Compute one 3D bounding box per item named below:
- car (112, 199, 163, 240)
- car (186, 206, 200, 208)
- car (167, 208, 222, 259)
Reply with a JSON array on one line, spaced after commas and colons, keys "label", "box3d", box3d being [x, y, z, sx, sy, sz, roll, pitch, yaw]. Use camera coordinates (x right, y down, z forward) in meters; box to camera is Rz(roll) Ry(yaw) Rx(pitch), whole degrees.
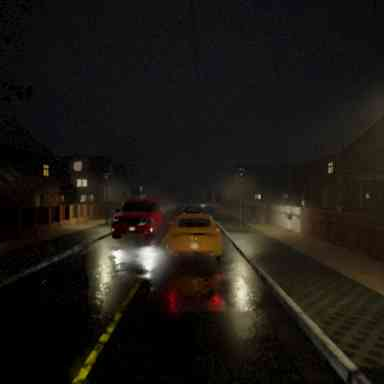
[{"label": "car", "box3d": [-2.843, 1.413, 18.527, 2.150, 2.045, 5.566, 0, -1, 0]}, {"label": "car", "box3d": [0.092, 1.866, 27.515, 1.994, 1.385, 4.181, 0, -1, 0]}, {"label": "car", "box3d": [0.090, 1.610, 13.218, 1.882, 1.535, 5.008, 0, 0, 0]}]
